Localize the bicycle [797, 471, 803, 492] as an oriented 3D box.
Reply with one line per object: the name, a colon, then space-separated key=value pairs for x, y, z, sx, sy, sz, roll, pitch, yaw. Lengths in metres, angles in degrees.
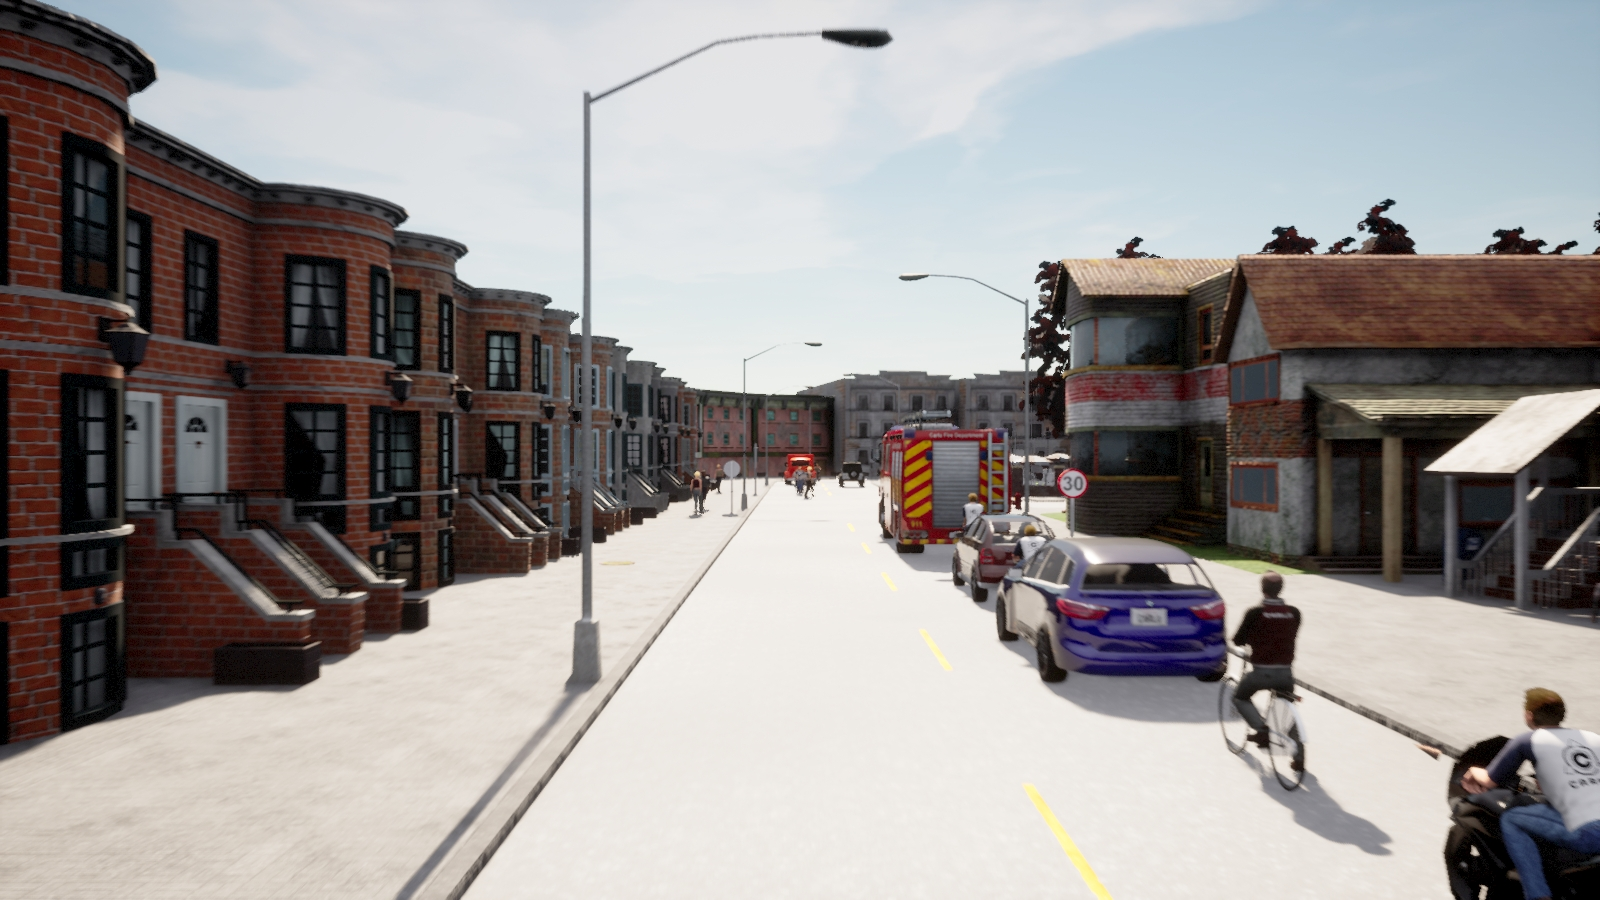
bicycle: x=-0.015 y=1.935 z=70.086 sx=0.373 sy=1.296 sz=1.643 roll=0 pitch=-1 yaw=0

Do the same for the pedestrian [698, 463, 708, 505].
pedestrian: x=-4.312 y=1.524 z=50.840 sx=0.375 sy=1.860 sz=0.375 roll=0 pitch=0 yaw=-16

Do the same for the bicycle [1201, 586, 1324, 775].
bicycle: x=3.993 y=1.940 z=9.992 sx=0.329 sy=1.271 sz=1.835 roll=0 pitch=0 yaw=0

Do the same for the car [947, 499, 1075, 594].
car: x=4.006 y=1.800 z=22.254 sx=1.789 sy=1.549 sz=3.705 roll=0 pitch=0 yaw=0

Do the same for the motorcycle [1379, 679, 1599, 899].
motorcycle: x=4.000 y=1.993 z=6.080 sx=0.803 sy=1.145 sz=2.033 roll=0 pitch=0 yaw=0

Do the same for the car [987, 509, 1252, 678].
car: x=4.001 y=1.747 z=15.243 sx=2.242 sy=1.667 sz=4.611 roll=0 pitch=0 yaw=0

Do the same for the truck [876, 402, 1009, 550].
truck: x=3.995 y=0.671 z=33.913 sx=2.891 sy=3.827 sz=8.468 roll=0 pitch=0 yaw=0

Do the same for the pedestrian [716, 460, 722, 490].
pedestrian: x=-5.003 y=1.524 z=70.695 sx=0.375 sy=1.860 sz=0.375 roll=0 pitch=0 yaw=2

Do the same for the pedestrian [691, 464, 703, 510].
pedestrian: x=-4.190 y=1.523 z=46.599 sx=0.375 sy=1.860 sz=0.375 roll=0 pitch=0 yaw=15

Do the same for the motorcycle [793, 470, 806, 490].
motorcycle: x=-0.018 y=1.962 z=74.273 sx=0.856 sy=1.236 sz=1.805 roll=0 pitch=0 yaw=0

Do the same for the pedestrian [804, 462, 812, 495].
pedestrian: x=0.437 y=1.628 z=65.182 sx=0.375 sy=1.860 sz=0.375 roll=0 pitch=0 yaw=-15
